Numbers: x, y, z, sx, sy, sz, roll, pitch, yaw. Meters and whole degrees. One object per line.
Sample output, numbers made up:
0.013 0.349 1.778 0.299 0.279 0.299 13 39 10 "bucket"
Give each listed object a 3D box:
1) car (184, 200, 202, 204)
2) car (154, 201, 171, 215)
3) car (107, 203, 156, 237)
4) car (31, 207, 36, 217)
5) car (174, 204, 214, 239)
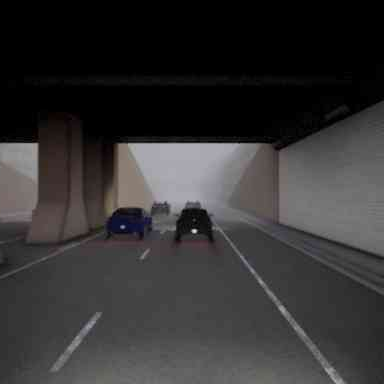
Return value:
0.132 1.716 39.436 2.128 1.511 4.902 0 0 0 "car"
-3.370 1.699 36.514 2.128 1.511 4.902 0 0 0 "car"
-3.386 1.585 18.737 1.882 1.535 5.008 0 -1 0 "car"
-14.068 1.665 33.011 1.882 1.535 5.008 0 0 0 "car"
0.115 1.609 18.156 1.837 1.490 4.892 0 0 0 "car"
